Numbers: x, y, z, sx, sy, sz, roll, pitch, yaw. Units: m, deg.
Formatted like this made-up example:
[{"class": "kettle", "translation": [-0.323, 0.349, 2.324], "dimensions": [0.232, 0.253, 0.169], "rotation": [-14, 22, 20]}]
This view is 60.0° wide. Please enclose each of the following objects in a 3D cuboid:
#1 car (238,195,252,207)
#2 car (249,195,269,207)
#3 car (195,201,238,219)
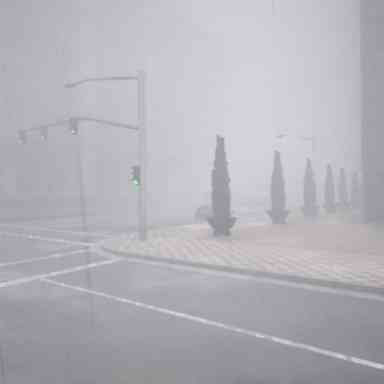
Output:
[{"class": "car", "translation": [9.371, 1.759, 58.277], "dimensions": [1.837, 1.490, 4.892], "rotation": [-1, -1, 36]}, {"class": "car", "translation": [12.205, 1.706, 56.225], "dimensions": [2.128, 1.511, 4.902], "rotation": [-1, 0, 36]}, {"class": "car", "translation": [2.073, 1.686, 30.290], "dimensions": [1.994, 1.385, 4.181], "rotation": [-1, 0, 36]}]
